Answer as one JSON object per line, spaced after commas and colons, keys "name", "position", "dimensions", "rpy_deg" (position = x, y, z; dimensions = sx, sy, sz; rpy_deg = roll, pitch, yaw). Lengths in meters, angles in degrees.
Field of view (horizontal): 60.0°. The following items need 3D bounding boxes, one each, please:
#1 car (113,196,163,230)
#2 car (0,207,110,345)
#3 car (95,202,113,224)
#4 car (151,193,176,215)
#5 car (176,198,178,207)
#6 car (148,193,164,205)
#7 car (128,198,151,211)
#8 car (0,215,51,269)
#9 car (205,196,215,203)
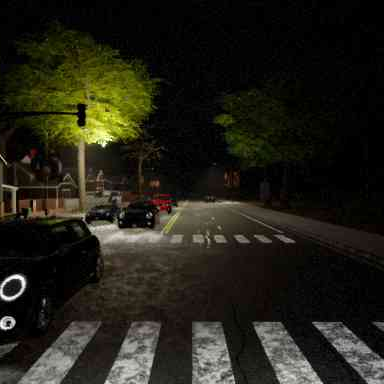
{"name": "car", "position": [-3.247, 1.346, 21.113], "dimensions": [2.097, 1.767, 4.553], "rpy_deg": [0, 0, 0]}
{"name": "car", "position": [-3.319, 1.350, 6.598], "dimensions": [2.097, 1.767, 4.553], "rpy_deg": [0, 0, 0]}
{"name": "car", "position": [-6.473, 1.518, 25.014], "dimensions": [1.812, 1.442, 4.674], "rpy_deg": [0, 0, 0]}
{"name": "car", "position": [-3.180, 1.215, 34.582], "dimensions": [2.150, 2.045, 5.566], "rpy_deg": [0, 0, 0]}
{"name": "car", "position": [-3.076, 1.501, 49.777], "dimensions": [1.837, 1.490, 4.892], "rpy_deg": [0, 0, 1]}
{"name": "car", "position": [-6.224, 1.215, 57.818], "dimensions": [2.150, 2.045, 5.566], "rpy_deg": [0, 0, 0]}
{"name": "car", "position": [-6.393, 1.486, 41.127], "dimensions": [2.128, 1.511, 4.902], "rpy_deg": [0, 0, 0]}
{"name": "car", "position": [-6.563, 1.616, 10.810], "dimensions": [1.895, 1.301, 4.718], "rpy_deg": [-1, 1, 0]}
{"name": "car", "position": [3.677, 1.506, 67.636], "dimensions": [1.837, 1.490, 4.892], "rpy_deg": [0, 0, 1]}
